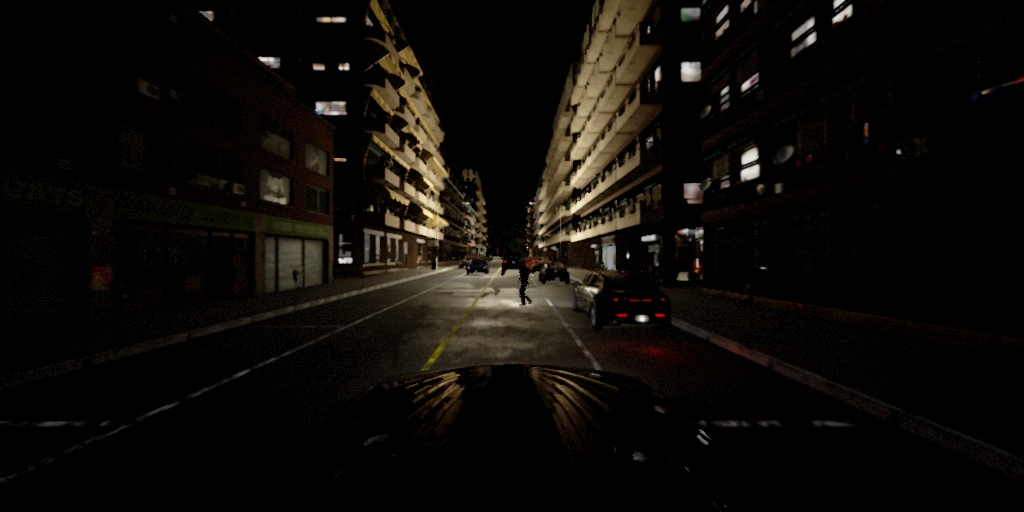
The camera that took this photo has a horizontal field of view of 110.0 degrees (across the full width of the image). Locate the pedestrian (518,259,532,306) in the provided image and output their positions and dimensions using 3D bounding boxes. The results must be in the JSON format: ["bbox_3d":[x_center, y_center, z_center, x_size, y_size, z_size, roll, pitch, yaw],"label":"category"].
[{"bbox_3d":[0.444,0.934,13.427,0.375,1.860,0.375,1,0,-5],"label":"pedestrian"}]

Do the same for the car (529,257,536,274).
[{"bbox_3d":[2.704,0.966,34.959,1.751,1.417,4.829,0,0,0],"label":"car"}]

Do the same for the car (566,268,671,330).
[{"bbox_3d":[3.003,1.171,10.693,1.837,1.490,4.892,0,1,0],"label":"car"}]

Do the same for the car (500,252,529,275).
[{"bbox_3d":[0.100,0.664,33.543,2.150,2.045,5.566,0,-1,-1],"label":"car"}]

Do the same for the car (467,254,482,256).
[{"bbox_3d":[-5.670,0.599,51.545,2.192,1.841,5.009,0,0,0],"label":"car"}]

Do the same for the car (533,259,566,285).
[{"bbox_3d":[2.700,1.095,23.648,2.007,1.370,4.403,0,0,0],"label":"car"}]

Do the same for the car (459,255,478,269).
[{"bbox_3d":[-5.672,0.902,45.975,1.948,1.339,4.313,0,0,0],"label":"car"}]

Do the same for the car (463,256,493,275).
[{"bbox_3d":[-3.075,0.981,33.210,1.812,1.442,4.674,0,1,0],"label":"car"}]
